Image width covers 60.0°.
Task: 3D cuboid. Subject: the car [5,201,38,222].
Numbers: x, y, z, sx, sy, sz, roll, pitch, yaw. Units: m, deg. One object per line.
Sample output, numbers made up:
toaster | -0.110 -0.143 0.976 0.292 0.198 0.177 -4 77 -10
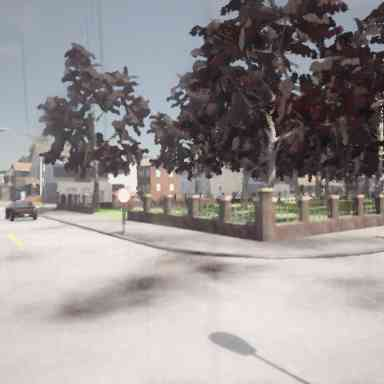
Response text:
car | -13.693 1.470 26.651 1.837 1.490 4.892 -1 0 -36
